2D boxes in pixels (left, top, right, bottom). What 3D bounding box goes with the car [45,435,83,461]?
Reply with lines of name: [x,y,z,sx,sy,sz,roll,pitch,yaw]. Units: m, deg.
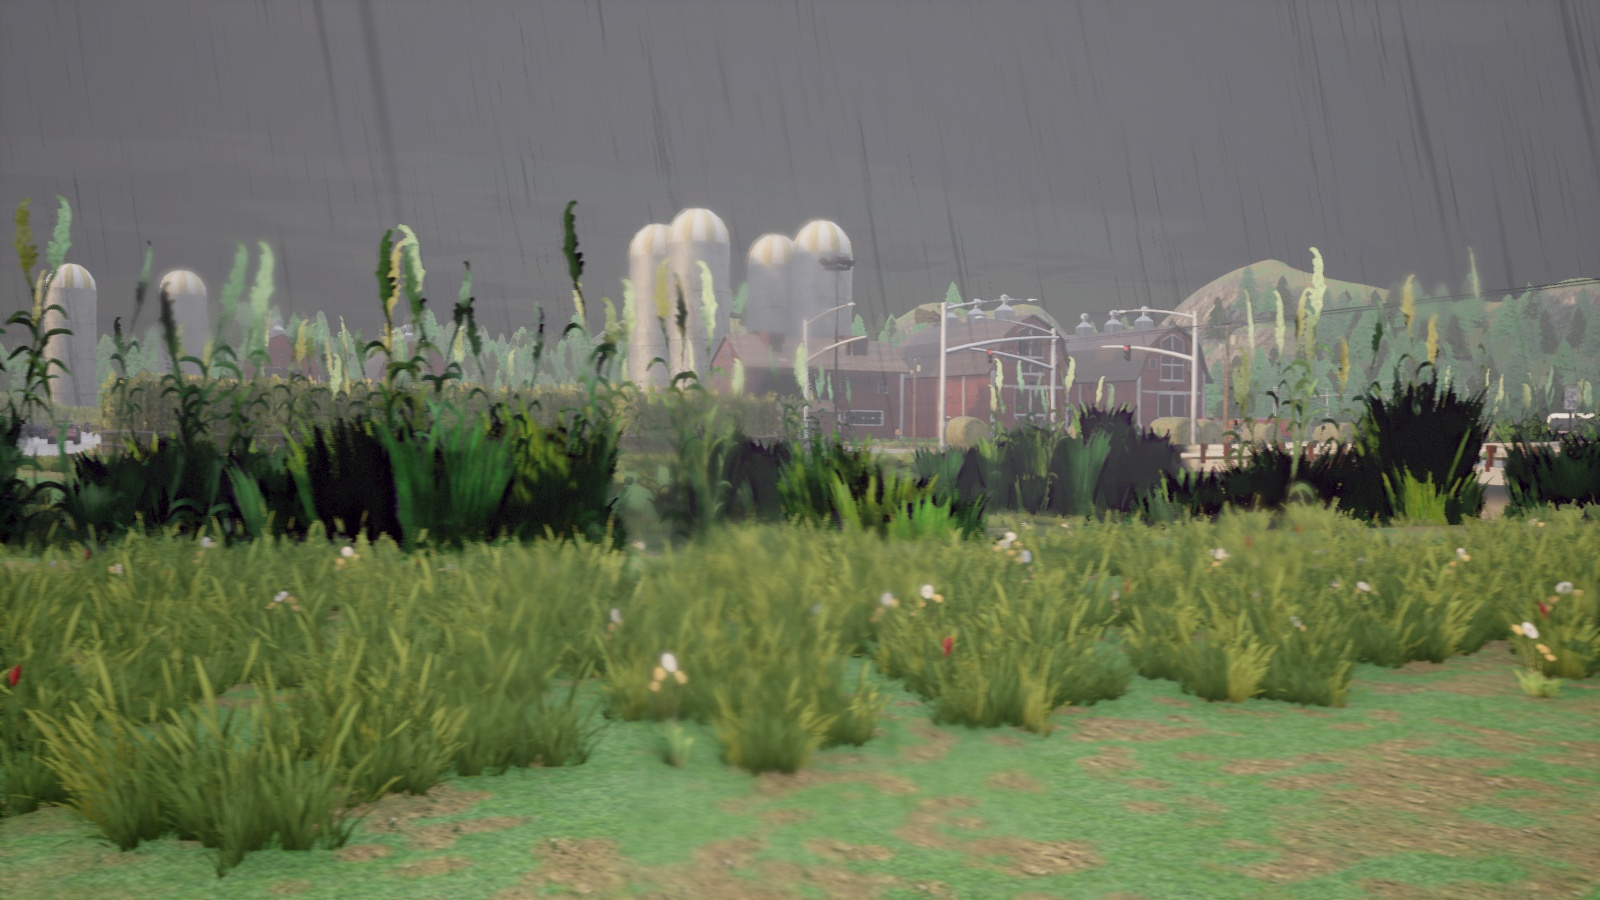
car: [-48.423,-0.170,82.714,1.851,1.617,3.988,-1,1,-26]
